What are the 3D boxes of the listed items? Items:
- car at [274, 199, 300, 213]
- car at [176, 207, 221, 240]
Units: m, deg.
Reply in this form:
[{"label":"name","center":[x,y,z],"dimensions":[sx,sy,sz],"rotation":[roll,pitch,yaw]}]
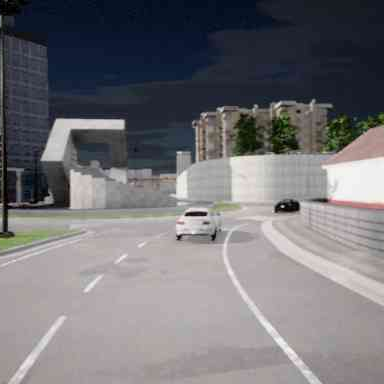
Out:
[{"label":"car","center":[9.830,1.345,33.689],"dimensions":[1.994,1.385,4.181],"rotation":[-1,0,34]},{"label":"car","center":[0.406,1.481,16.592],"dimensions":[1.812,1.442,4.674],"rotation":[-1,0,9]}]
